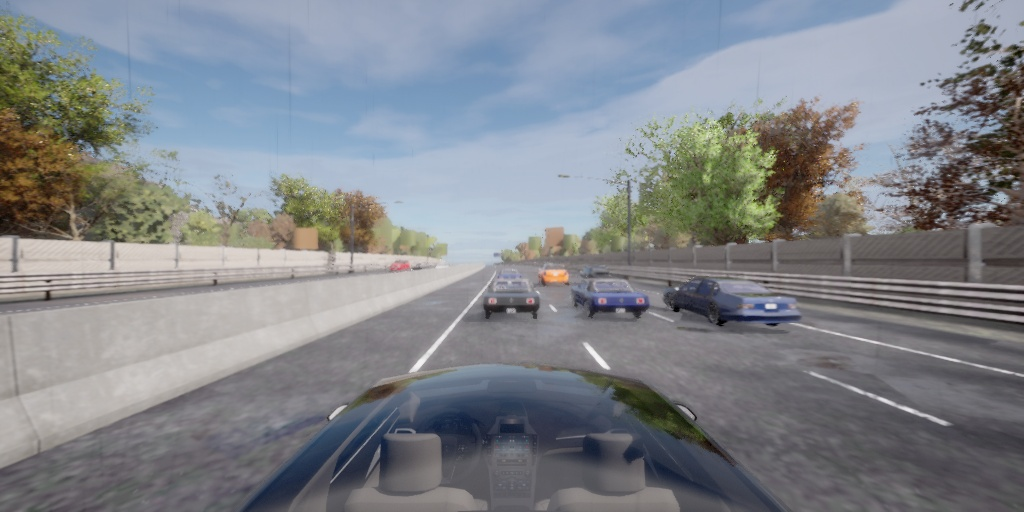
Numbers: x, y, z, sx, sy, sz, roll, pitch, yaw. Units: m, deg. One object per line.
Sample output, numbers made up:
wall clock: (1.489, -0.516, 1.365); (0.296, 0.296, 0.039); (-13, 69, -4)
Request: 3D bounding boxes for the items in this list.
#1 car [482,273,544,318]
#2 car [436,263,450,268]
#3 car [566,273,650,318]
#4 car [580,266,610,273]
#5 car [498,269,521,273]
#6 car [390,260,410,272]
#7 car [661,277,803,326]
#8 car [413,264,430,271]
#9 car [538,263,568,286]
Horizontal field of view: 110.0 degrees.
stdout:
car: (-0.017, 1.494, 13.675); (1.895, 1.301, 4.718); (0, -1, 0)
car: (-11.559, 1.970, 60.201); (1.812, 1.442, 4.674); (0, -1, -1)
car: (3.482, 1.493, 13.695); (1.895, 1.301, 4.718); (0, -1, 0)
car: (6.799, 1.587, 29.456); (1.837, 1.490, 4.892); (0, 0, -1)
car: (-0.196, 1.673, 28.723); (1.895, 1.301, 4.718); (0, -1, 0)
car: (-18.539, 1.656, 59.656); (2.150, 2.045, 5.566); (0, -1, -1)
car: (6.974, 1.407, 12.137); (2.033, 1.411, 5.357); (0, 0, 1)
car: (-15.045, 2.040, 59.868); (1.895, 1.301, 4.718); (0, -1, -1)
car: (3.300, 1.431, 29.338); (2.097, 1.767, 4.553); (0, -1, 0)
